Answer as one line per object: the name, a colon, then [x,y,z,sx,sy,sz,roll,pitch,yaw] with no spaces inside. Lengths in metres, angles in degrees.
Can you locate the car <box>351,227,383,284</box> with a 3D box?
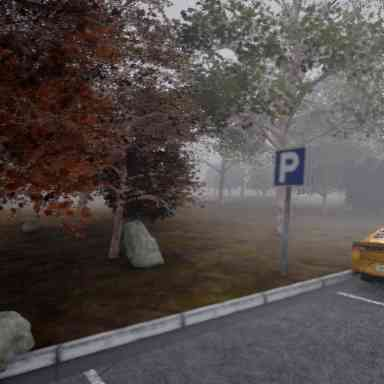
car: [6.076,1.461,8.386,5.008,1.535,2.097,0,0,-33]
